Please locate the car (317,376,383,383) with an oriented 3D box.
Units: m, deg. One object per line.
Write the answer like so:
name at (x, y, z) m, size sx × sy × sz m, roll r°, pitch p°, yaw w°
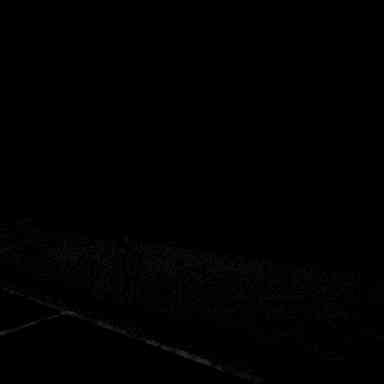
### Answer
car at (2.349, 1.593, 1.180) m, size 4.206 × 1.307 × 1.802 m, roll 1°, pitch 0°, yaw 36°
